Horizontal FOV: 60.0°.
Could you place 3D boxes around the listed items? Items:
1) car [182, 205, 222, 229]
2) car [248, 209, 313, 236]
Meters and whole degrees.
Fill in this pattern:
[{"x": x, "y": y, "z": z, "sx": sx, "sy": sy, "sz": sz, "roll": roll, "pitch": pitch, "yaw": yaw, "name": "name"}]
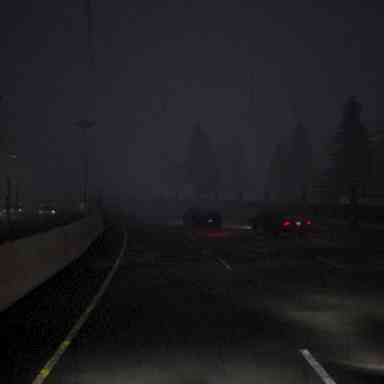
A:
[{"x": 0.596, "y": 1.682, "z": 23.335, "sx": 1.882, "sy": 1.535, "sz": 5.008, "roll": 0, "pitch": -1, "yaw": -13, "name": "car"}, {"x": 5.018, "y": 1.706, "z": 19.655, "sx": 2.033, "sy": 1.411, "sz": 5.357, "roll": 0, "pitch": -1, "yaw": -11, "name": "car"}]
